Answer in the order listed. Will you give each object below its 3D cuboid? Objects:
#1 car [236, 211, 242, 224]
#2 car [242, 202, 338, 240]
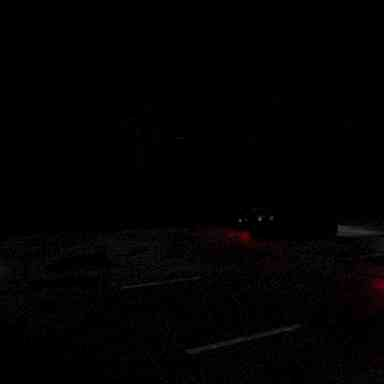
[{"bbox_3d":[4.906,1.480,20.568,4.674,1.442,1.812,0,0,-26],"label":"car"},{"bbox_3d":[5.137,1.312,16.777,4.553,1.767,2.097,0,0,-26],"label":"car"}]
